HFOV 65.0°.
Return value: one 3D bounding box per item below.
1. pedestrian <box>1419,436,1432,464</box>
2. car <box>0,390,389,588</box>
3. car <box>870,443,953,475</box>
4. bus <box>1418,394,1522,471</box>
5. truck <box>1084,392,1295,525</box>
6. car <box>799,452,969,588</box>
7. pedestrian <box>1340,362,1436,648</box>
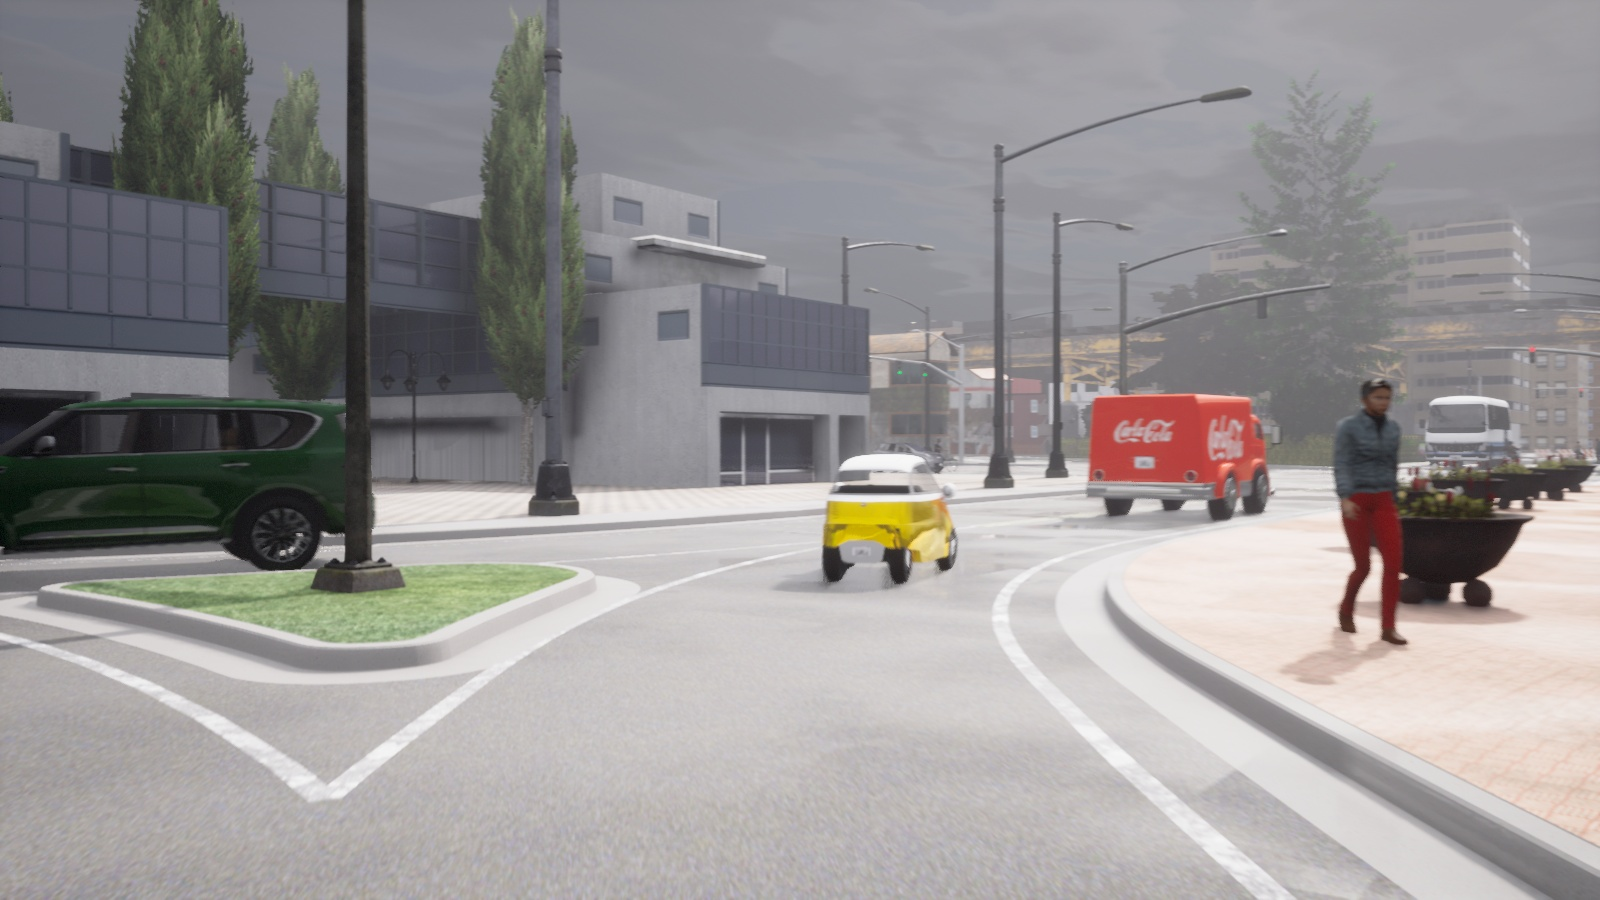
[{"bbox_3d":[43.453,0.011,87.194,0.659,1.952,0.873,0,0,35],"label":"pedestrian"},{"bbox_3d":[-7.870,0.394,14.544,5.566,2.045,2.150,0,1,-32],"label":"car"},{"bbox_3d":[5.449,0.423,61.551,3.633,1.501,1.845,1,1,36],"label":"car"},{"bbox_3d":[39.939,-0.971,74.587,3.944,4.253,10.273,0,0,37],"label":"bus"},{"bbox_3d":[8.221,0.138,26.144,2.627,2.467,5.204,0,0,37],"label":"truck"},{"bbox_3d":[1.015,0.733,14.351,1.481,1.376,2.207,0,1,17],"label":"car"},{"bbox_3d":[3.931,0.356,8.424,0.353,1.847,0.614,0,0,0],"label":"pedestrian"}]
